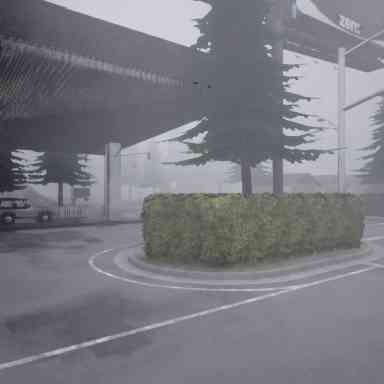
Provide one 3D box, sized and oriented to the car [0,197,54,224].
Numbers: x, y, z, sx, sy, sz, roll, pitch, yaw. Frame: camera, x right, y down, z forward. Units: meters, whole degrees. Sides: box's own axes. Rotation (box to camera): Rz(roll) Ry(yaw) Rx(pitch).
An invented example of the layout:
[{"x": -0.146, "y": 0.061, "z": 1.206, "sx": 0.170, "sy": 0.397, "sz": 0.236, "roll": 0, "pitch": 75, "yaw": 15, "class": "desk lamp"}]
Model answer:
[{"x": -11.937, "y": 1.313, "z": 23.507, "sx": 3.866, "sy": 1.878, "sz": 1.905, "roll": 0, "pitch": 0, "yaw": -36, "class": "car"}]
